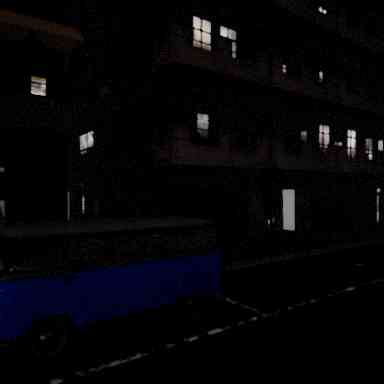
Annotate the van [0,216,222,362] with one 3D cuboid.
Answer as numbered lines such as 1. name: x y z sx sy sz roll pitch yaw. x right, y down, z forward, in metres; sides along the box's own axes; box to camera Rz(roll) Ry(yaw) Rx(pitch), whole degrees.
1. van: -1.363 1.340 5.592 3.998 1.788 1.690 0 0 -35
